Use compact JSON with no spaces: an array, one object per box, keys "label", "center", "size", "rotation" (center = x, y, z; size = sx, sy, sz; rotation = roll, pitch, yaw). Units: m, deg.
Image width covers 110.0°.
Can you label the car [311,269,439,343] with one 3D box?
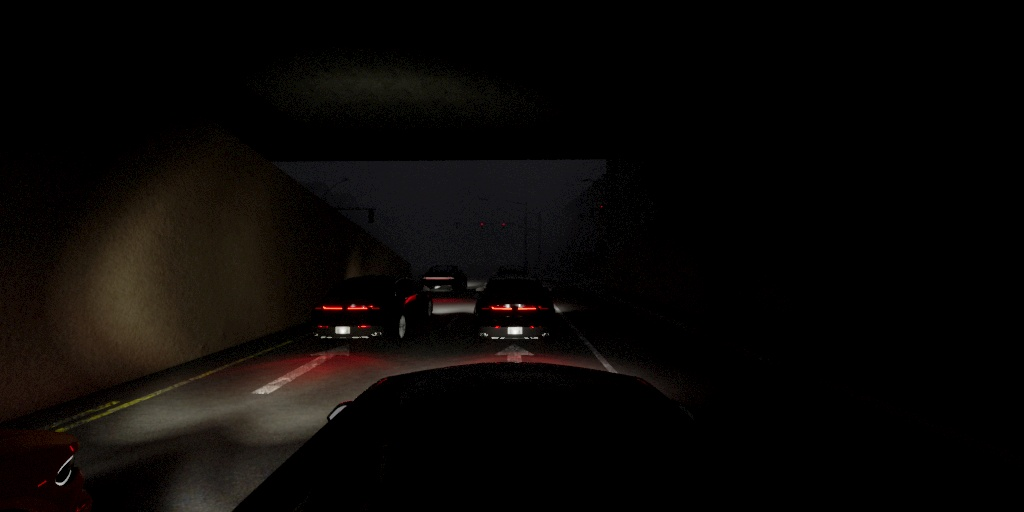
[{"label":"car","center":[-3.450,1.255,9.695],"size":[1.837,1.490,4.892],"rotation":[0,0,0]}]

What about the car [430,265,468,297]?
[{"label":"car","center":[-3.488,1.241,19.012],"size":[2.128,1.511,4.902],"rotation":[0,0,-1]}]

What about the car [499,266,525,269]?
[{"label":"car","center":[0.008,1.255,19.049],"size":[1.837,1.490,4.892],"rotation":[0,0,0]}]

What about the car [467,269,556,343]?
[{"label":"car","center":[0.051,1.255,9.639],"size":[1.837,1.490,4.892],"rotation":[0,0,0]}]
